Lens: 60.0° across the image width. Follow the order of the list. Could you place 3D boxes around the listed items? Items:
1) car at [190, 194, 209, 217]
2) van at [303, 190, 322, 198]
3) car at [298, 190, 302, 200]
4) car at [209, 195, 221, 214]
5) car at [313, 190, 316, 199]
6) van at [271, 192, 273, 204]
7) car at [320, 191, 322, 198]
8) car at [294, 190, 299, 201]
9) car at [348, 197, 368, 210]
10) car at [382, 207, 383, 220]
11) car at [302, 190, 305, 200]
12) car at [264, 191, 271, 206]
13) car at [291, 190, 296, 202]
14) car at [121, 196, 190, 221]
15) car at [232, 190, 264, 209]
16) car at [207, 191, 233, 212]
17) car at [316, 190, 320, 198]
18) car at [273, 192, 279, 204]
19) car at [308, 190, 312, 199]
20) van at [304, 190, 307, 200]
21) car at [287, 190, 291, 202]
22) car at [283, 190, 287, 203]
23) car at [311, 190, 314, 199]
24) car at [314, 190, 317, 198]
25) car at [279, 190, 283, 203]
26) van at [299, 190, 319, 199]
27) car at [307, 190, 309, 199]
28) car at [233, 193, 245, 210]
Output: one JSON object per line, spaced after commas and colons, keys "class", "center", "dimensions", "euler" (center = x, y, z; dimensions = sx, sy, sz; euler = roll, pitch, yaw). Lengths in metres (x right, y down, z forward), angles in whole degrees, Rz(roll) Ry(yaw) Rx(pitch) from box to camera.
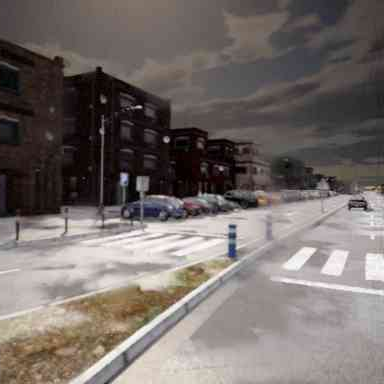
{"class": "car", "center": [-1.604, 1.148, 26.278], "dimensions": [5.008, 1.535, 2.097], "euler": [1, 1, 28]}
{"class": "van", "center": [32.384, 0.583, 89.397], "dimensions": [4.442, 1.987, 1.878], "euler": [1, 1, 28]}
{"class": "car", "center": [16.761, 0.899, 60.234], "dimensions": [4.892, 1.521, 2.231], "euler": [1, 1, 28]}
{"class": "car", "center": [-0.287, 1.174, 28.700], "dimensions": [4.674, 1.452, 2.002], "euler": [1, 1, 28]}
{"class": "car", "center": [24.593, 0.864, 74.805], "dimensions": [4.792, 1.488, 2.163], "euler": [1, 1, 28]}
{"class": "van", "center": [7.685, 0.796, 43.199], "dimensions": [4.442, 1.987, 1.878], "euler": [1, 1, 28]}
{"class": "car", "center": [28.530, 0.566, 82.077], "dimensions": [5.566, 2.045, 2.435], "euler": [1, 1, 28]}
{"class": "car", "center": [15.450, 0.912, 57.809], "dimensions": [4.892, 1.521, 2.231], "euler": [1, 1, 28]}
{"class": "car", "center": [19.112, 1.279, 38.340], "dimensions": [2.128, 1.511, 4.902], "euler": [1, 1, 29]}
{"class": "car", "center": [13.692, 1.475, 21.831], "dimensions": [2.128, 1.511, 4.902], "euler": [1, 1, 28]}
{"class": "car", "center": [18.071, 0.885, 62.659], "dimensions": [4.892, 1.521, 2.231], "euler": [1, 1, 28]}
{"class": "car", "center": [6.431, 1.041, 40.744], "dimensions": [5.366, 1.575, 1.946], "euler": [1, 1, 28]}
{"class": "car", "center": [14.139, 0.928, 55.383], "dimensions": [4.892, 1.521, 2.231], "euler": [1, 1, 28]}
{"class": "car", "center": [-2.883, 1.033, 23.829], "dimensions": [4.553, 1.767, 2.185], "euler": [1, 1, 28]}
{"class": "car", "center": [4.936, 0.809, 38.416], "dimensions": [5.566, 2.045, 2.435], "euler": [1, 1, 28]}
{"class": "car", "center": [1.052, 0.995, 31.110], "dimensions": [4.553, 1.767, 2.185], "euler": [1, 1, 28]}
{"class": "car", "center": [27.236, 0.822, 79.645], "dimensions": [5.008, 1.535, 2.097], "euler": [1, 1, 28]}
{"class": "car", "center": [8.885, 0.999, 45.687], "dimensions": [5.008, 1.535, 2.097], "euler": [1, 1, 28]}
{"class": "car", "center": [21.835, 0.844, 70.028], "dimensions": [5.366, 1.575, 1.946], "euler": [1, 1, 28]}
{"class": "van", "center": [19.542, 0.648, 65.138], "dimensions": [4.442, 1.987, 1.878], "euler": [1, 1, 28]}
{"class": "car", "center": [12.852, 0.818, 52.944], "dimensions": [4.553, 1.767, 2.185], "euler": [1, 1, 28]}
{"class": "car", "center": [11.486, 0.835, 50.548], "dimensions": [4.553, 1.767, 2.185], "euler": [1, 1, 28]}
{"class": "car", "center": [23.314, 0.843, 72.361], "dimensions": [4.892, 1.521, 2.231], "euler": [1, 1, 28]}
{"class": "car", "center": [25.927, 0.868, 77.217], "dimensions": [4.674, 1.452, 2.002], "euler": [1, 1, 28]}
{"class": "car", "center": [10.175, 0.853, 48.122], "dimensions": [4.553, 1.767, 2.185], "euler": [1, 1, 28]}
{"class": "van", "center": [29.763, 0.587, 84.546], "dimensions": [4.442, 1.987, 1.878], "euler": [1, 1, 28]}
{"class": "car", "center": [20.689, 0.901, 67.512], "dimensions": [4.674, 1.452, 2.002], "euler": [1, 1, 28]}
{"class": "car", "center": [2.330, 1.104, 33.559], "dimensions": [4.892, 1.521, 2.231], "euler": [1, 1, 28]}
